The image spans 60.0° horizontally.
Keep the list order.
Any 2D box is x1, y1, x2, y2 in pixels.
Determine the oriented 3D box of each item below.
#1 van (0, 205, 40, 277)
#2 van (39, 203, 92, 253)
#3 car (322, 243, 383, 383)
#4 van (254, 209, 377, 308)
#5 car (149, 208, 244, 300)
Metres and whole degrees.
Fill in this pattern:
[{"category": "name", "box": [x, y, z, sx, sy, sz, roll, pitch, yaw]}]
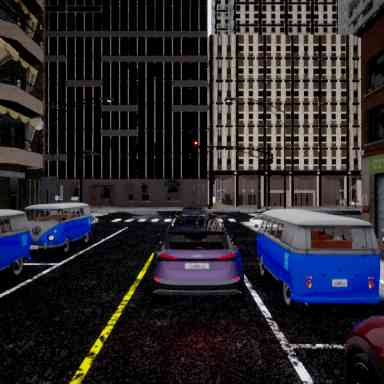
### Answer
[{"category": "van", "box": [-5.312, 1.343, 7.618, 1.690, 1.788, 3.998, 0, 0, 0]}, {"category": "van", "box": [-5.314, 1.346, 13.308, 1.690, 1.788, 3.998, 0, 0, 0]}, {"category": "car", "box": [2.569, 1.440, 1.935, 1.967, 1.590, 4.097, 0, 0, 0]}, {"category": "van", "box": [2.568, 1.343, 7.625, 1.690, 1.788, 3.998, 0, 0, 0]}, {"category": "car", "box": [0.098, 1.432, 8.381, 2.033, 1.649, 4.856, 0, 0, 0]}]
